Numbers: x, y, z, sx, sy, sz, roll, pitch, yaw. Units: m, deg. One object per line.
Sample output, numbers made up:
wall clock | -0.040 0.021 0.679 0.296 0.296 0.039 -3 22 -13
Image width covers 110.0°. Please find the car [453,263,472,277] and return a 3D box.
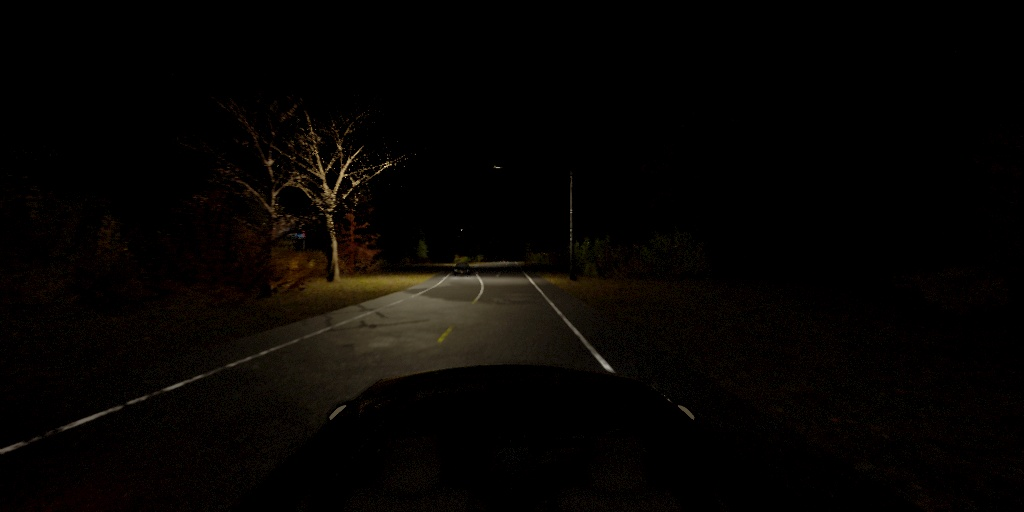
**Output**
car | -5.792 1.558 41.971 1.882 1.535 5.008 0 -1 -6
